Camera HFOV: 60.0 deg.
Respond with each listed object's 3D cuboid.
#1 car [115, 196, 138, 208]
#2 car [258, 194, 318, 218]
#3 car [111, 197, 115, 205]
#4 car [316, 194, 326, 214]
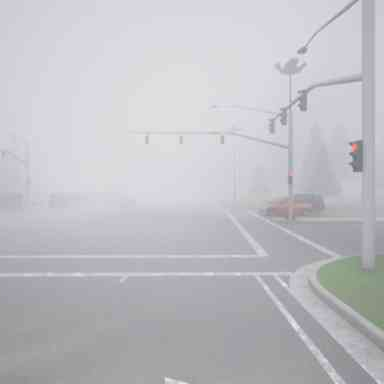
[{"bbox_3d":[-8.884,1.515,46.820,2.033,1.411,5.357,0,0,0],"label":"car"},{"bbox_3d":[8.199,1.331,29.306,4.553,1.767,2.097,0,0,-1],"label":"car"},{"bbox_3d":[-12.382,1.487,56.326,1.812,1.442,4.674,0,0,0],"label":"car"},{"bbox_3d":[10.246,1.200,32.834,5.566,2.045,2.150,0,0,-1],"label":"car"}]
